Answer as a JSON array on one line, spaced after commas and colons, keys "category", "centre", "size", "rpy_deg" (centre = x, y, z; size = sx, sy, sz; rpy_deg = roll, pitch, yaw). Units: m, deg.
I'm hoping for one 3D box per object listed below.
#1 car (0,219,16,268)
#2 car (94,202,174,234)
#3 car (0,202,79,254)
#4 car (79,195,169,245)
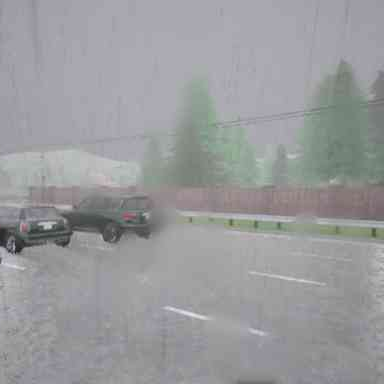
[{"category": "car", "centre": [-7.208, 1.463, 9.041], "size": [5.357, 1.411, 2.033], "rpy_deg": [1, 0, 36]}, {"category": "car", "centre": [-3.425, 1.419, 19.270], "size": [4.674, 1.442, 1.812], "rpy_deg": [1, 1, 36]}, {"category": "car", "centre": [-6.862, 1.251, 13.116], "size": [4.553, 1.767, 2.097], "rpy_deg": [0, 0, 36]}, {"category": "car", "centre": [-3.969, 1.131, 15.338], "size": [5.566, 2.045, 2.150], "rpy_deg": [1, 1, 36]}]
